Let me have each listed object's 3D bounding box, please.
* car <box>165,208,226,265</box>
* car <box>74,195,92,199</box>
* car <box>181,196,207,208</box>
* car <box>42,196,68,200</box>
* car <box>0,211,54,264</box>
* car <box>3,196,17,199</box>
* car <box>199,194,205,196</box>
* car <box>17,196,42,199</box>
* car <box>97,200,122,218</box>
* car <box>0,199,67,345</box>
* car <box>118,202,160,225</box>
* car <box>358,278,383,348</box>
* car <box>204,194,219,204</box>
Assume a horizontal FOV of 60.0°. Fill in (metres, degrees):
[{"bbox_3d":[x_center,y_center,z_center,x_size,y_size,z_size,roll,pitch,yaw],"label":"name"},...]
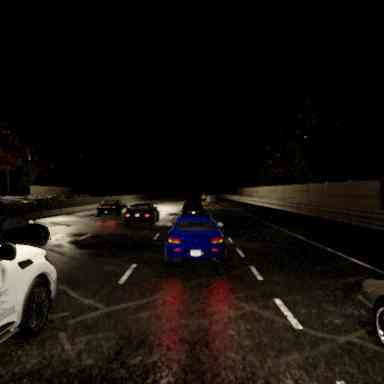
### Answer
[{"bbox_3d":[0.106,1.487,11.363,1.812,1.442,4.674,0,0,0],"label":"car"},{"bbox_3d":[-17.527,1.194,53.491,2.097,1.767,4.553,0,0,1],"label":"car"},{"bbox_3d":[0.113,1.413,29.180,1.837,1.490,4.892,0,0,0],"label":"car"},{"bbox_3d":[-21.028,1.349,52.025,1.837,1.490,4.892,0,0,1],"label":"car"},{"bbox_3d":[-6.894,1.522,12.129,1.994,1.385,4.181,0,0,0],"label":"car"},{"bbox_3d":[-28.019,1.394,51.293,2.033,1.411,5.357,0,0,1],"label":"car"},{"bbox_3d":[3.542,1.241,87.639,1.882,1.535,5.008,0,0,0],"label":"car"},{"bbox_3d":[-24.524,1.336,51.775,2.128,1.511,4.902,0,0,0],"label":"car"},{"bbox_3d":[-6.885,1.400,29.115,2.128,1.511,4.902,0,0,0],"label":"car"},{"bbox_3d":[-3.394,1.209,3.348,2.150,2.045,5.566,0,0,0],"label":"car"},{"bbox_3d":[-3.387,1.473,23.108,2.033,1.411,5.357,0,0,0],"label":"car"},{"bbox_3d":[3.549,1.472,2.951,2.033,1.411,5.357,0,0,2],"label":"car"},{"bbox_3d":[3.527,1.299,57.625,1.812,1.442,4.674,0,0,0],"label":"car"}]
